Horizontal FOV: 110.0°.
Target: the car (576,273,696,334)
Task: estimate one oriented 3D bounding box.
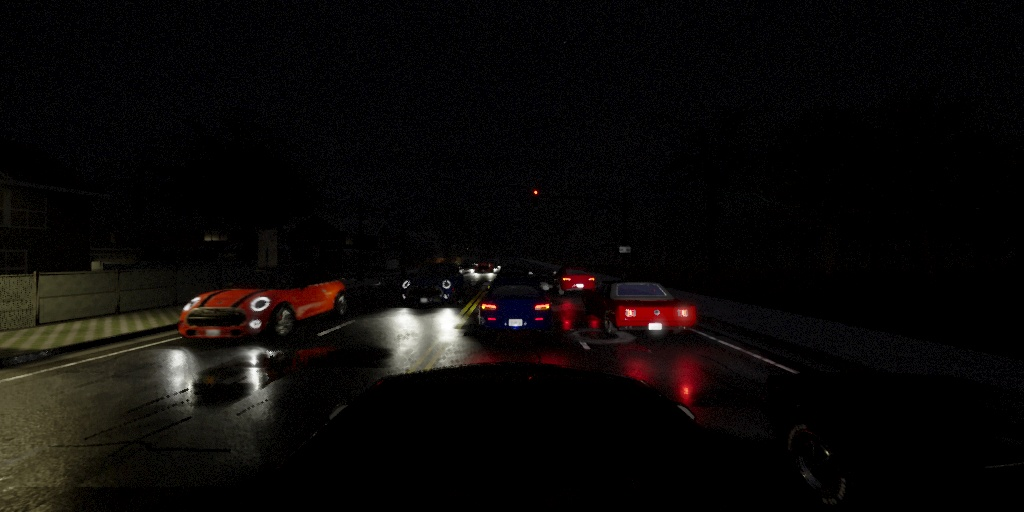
[{"bbox_3d":[3.340,1.351,10.543,1.895,1.301,4.718,0,0,0],"label":"car"}]

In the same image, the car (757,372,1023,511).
[{"bbox_3d":[3.348,1.351,1.375,1.895,1.301,4.718,0,0,0],"label":"car"}]

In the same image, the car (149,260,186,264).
[{"bbox_3d":[-28.443,1.147,30.398,4.553,1.767,2.097,0,0,0],"label":"car"}]

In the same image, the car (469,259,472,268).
[{"bbox_3d":[-6.561,1.241,53.903,1.837,1.490,4.892,0,-1,0],"label":"car"}]

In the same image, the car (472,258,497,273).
[{"bbox_3d":[-3.324,1.094,43.728,2.097,1.767,4.553,0,0,0],"label":"car"}]

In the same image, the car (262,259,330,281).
[{"bbox_3d":[-18.198,1.130,30.372,4.553,1.767,2.097,0,0,0],"label":"car"}]

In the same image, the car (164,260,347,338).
[{"bbox_3d":[-6.596,1.101,10.155,2.097,1.767,4.553,0,0,0],"label":"car"}]

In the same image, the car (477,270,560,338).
[{"bbox_3d":[0.087,1.276,10.062,1.812,1.442,4.674,0,0,0],"label":"car"}]

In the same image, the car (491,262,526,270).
[{"bbox_3d":[0.066,1.255,19.324,1.837,1.490,4.892,0,0,0],"label":"car"}]

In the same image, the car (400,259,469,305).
[{"bbox_3d":[-3.341,1.101,15.884,2.097,1.767,4.553,0,0,0],"label":"car"}]

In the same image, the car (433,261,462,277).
[{"bbox_3d":[-6.582,1.294,37.291,2.033,1.411,5.357,0,0,0],"label":"car"}]

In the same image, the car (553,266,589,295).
[{"bbox_3d":[3.319,1.276,19.651,1.812,1.442,4.674,0,0,0],"label":"car"}]

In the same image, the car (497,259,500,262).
[{"bbox_3d":[-3.317,1.296,56.114,1.994,1.385,4.181,0,0,-1],"label":"car"}]
